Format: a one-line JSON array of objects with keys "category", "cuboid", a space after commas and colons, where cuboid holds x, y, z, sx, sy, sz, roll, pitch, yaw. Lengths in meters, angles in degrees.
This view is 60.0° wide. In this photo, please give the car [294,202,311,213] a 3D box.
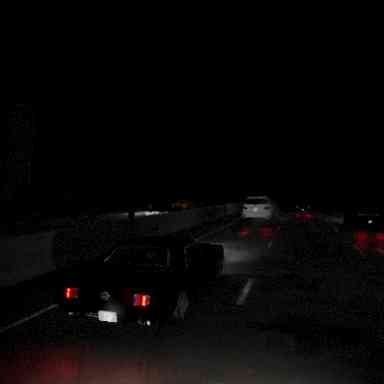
[{"category": "car", "cuboid": [13.441, 1.828, 40.391, 1.895, 1.301, 4.718, 0, -1, 17]}]

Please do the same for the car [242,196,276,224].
[{"category": "car", "cuboid": [5.353, 1.338, 26.291, 2.150, 2.045, 5.566, 0, 0, 17]}]

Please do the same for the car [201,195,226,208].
[{"category": "car", "cuboid": [2.766, 1.419, 41.996, 2.150, 2.045, 5.566, 0, -1, 18]}]

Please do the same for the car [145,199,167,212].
[{"category": "car", "cuboid": [-4.332, 1.675, 42.772, 2.128, 1.511, 4.902, 0, -1, 18]}]

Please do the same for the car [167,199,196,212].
[{"category": "car", "cuboid": [-1.028, 1.659, 41.615, 1.882, 1.535, 5.008, 0, 0, 18]}]

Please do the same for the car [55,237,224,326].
[{"category": "car", "cuboid": [-0.624, 1.631, 7.222, 1.895, 1.301, 4.718, 0, 0, 17]}]

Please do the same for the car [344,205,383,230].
[{"category": "car", "cuboid": [11.426, 1.596, 22.259, 2.128, 1.511, 4.902, 0, 0, 17]}]
